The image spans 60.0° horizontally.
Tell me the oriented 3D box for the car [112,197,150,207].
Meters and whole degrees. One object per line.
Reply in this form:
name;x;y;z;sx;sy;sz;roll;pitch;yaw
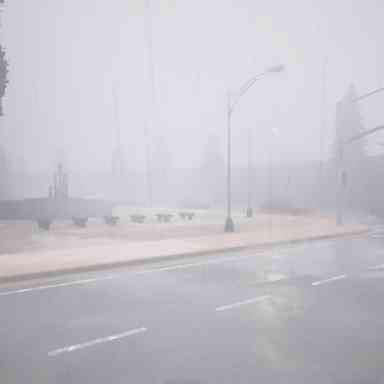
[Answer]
car;-9.093;1.600;49.677;4.718;1.301;1.895;0;0;27

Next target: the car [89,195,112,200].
car;-14.251;1.600;55.793;4.718;1.301;1.895;0;0;18

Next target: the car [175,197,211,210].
car;0.263;1.505;42.979;4.892;1.490;1.837;0;0;42

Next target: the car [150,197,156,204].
car;-8.632;1.563;61.007;4.181;1.385;1.994;0;0;23

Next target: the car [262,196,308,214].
car;10.171;1.351;36.591;2.097;1.767;4.553;0;0;-37

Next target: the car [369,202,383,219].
car;17.273;1.505;27.303;1.837;1.490;4.892;0;0;-40

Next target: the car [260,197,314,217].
car;9.087;1.547;32.300;2.033;1.411;5.357;0;0;-36

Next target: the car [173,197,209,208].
car;-0.187;1.477;47.982;5.008;1.535;1.882;0;0;37

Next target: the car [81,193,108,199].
car;-18.646;1.221;63.939;5.566;2.045;2.150;0;0;10
